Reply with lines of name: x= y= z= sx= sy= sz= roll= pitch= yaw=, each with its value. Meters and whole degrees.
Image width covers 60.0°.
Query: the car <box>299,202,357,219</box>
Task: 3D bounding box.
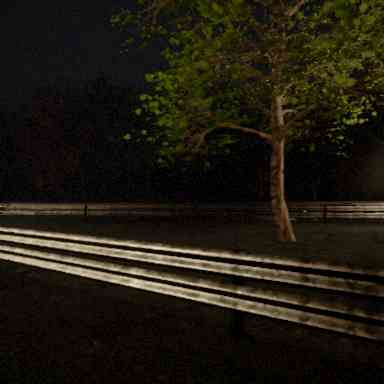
car: x=12.055 y=1.648 z=29.708 sx=4.792 sy=1.488 sz=2.163 roll=-1 pitch=0 yaw=13
